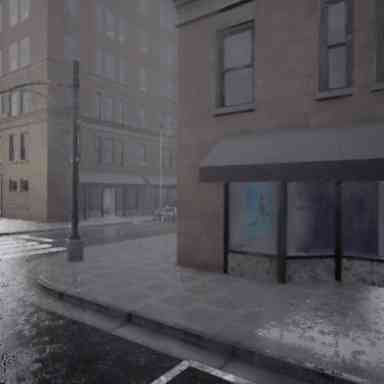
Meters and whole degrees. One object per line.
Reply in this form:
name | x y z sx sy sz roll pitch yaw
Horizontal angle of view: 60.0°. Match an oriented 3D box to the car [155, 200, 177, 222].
car | -0.778 1.374 25.389 2.097 1.767 4.553 0 0 35
